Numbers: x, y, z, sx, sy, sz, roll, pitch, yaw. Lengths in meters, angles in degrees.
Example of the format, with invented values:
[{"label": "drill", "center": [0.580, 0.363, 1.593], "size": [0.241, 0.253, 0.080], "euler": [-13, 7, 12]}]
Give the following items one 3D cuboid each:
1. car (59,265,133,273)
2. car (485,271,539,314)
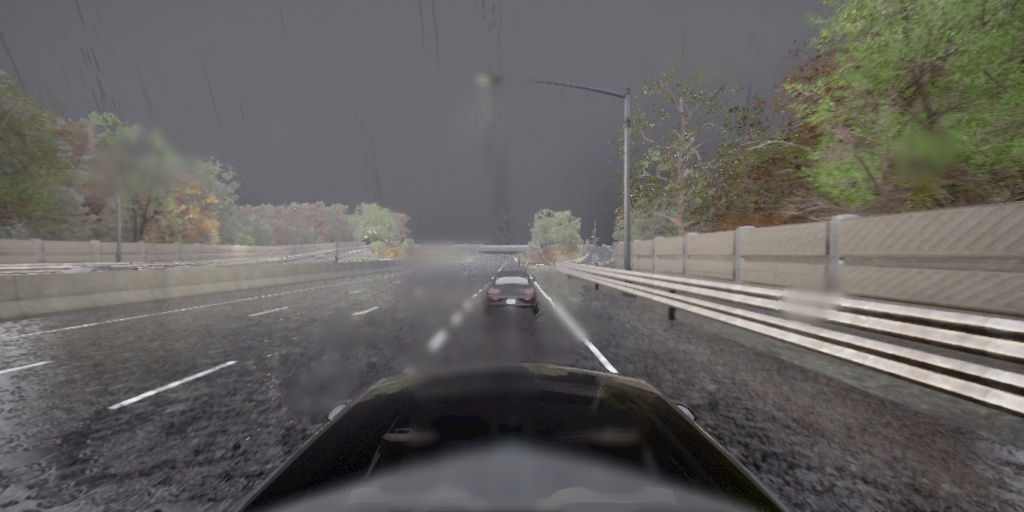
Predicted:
[{"label": "car", "center": [-21.083, 1.228, 17.932], "size": [1.882, 1.535, 5.008], "euler": [0, 0, 0]}, {"label": "car", "center": [0.001, 1.276, 13.699], "size": [1.812, 1.442, 4.674], "euler": [0, 0, 0]}]
